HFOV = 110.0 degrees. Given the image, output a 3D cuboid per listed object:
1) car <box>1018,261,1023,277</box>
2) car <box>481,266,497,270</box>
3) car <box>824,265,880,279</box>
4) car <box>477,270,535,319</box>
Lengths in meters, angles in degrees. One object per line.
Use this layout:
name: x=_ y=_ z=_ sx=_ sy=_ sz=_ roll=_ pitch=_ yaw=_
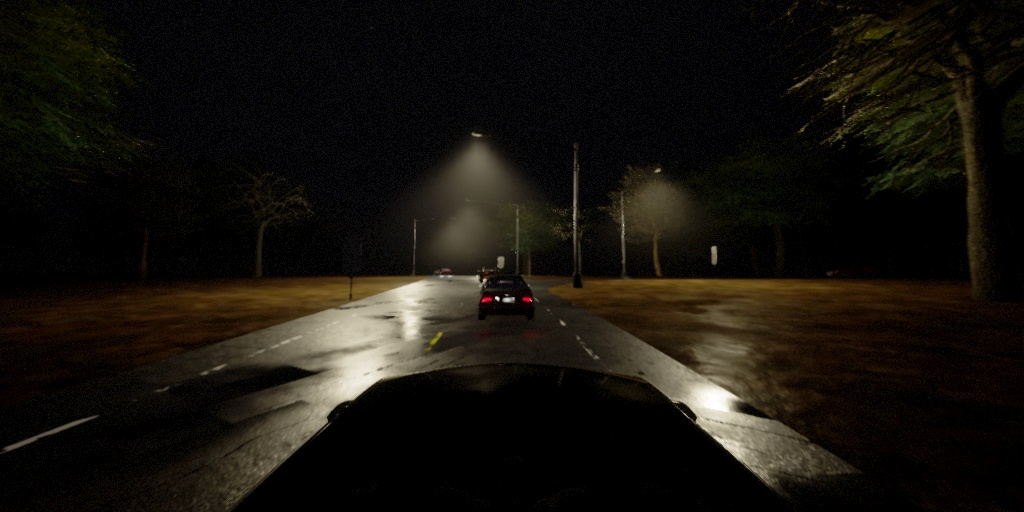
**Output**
car: x=47.779 y=1.220 z=33.412 sx=4.902 sy=1.511 sz=2.128 roll=-1 pitch=-4 yaw=3
car: x=-2.242 y=1.768 z=34.730 sx=1.837 sy=1.490 sz=4.892 roll=1 pitch=-2 yaw=-8
car: x=35.186 y=1.624 z=37.125 sx=4.674 sy=1.442 sz=1.812 roll=-1 pitch=-4 yaw=3
car: x=-0.256 y=1.387 z=13.177 sx=2.033 sy=1.411 sz=5.357 roll=0 pitch=-1 yaw=-3
